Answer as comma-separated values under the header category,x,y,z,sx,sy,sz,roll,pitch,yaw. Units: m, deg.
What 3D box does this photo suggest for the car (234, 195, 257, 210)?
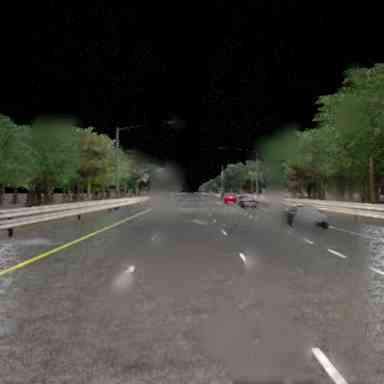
category,x,y,z,sx,sy,sz,roll,pitch,yaw
car,7.025,1.437,42.351,2.128,1.511,4.902,0,0,0

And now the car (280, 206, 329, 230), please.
category,x,y,z,sx,sy,sz,roll,pitch,yaw
car,7.013,1.540,21.130,1.994,1.385,4.181,0,0,0

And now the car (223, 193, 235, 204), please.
category,x,y,z,sx,sy,sz,roll,pitch,yaw
car,7.068,1.143,62.324,2.150,2.045,5.566,0,0,1
